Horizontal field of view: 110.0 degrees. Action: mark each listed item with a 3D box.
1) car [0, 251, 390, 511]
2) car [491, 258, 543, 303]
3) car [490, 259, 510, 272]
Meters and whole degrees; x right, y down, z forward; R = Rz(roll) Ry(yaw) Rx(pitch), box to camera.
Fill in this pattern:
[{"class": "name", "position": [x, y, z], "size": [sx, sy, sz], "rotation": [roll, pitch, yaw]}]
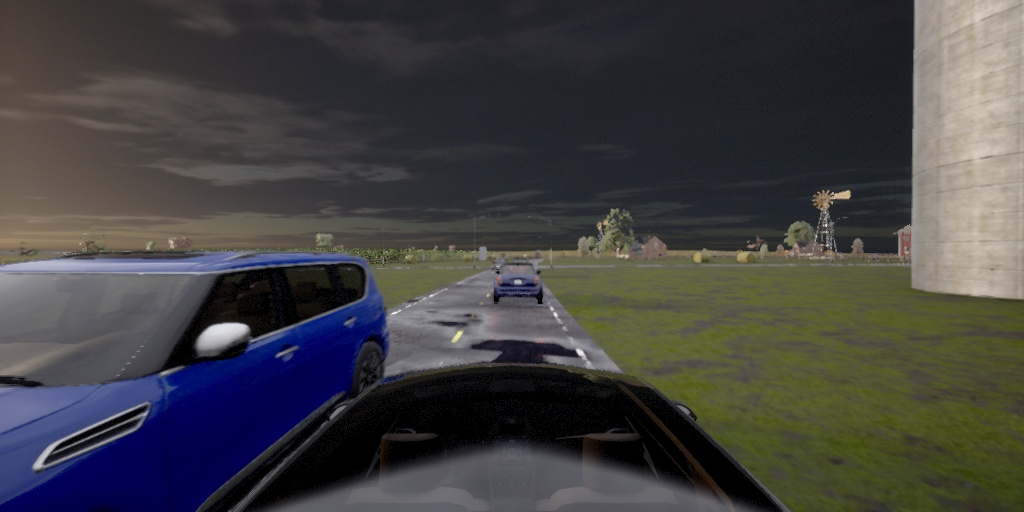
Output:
[{"class": "car", "position": [-2.835, 0.966, 2.982], "size": [2.150, 2.045, 5.566], "rotation": [0, 0, 0]}, {"class": "car", "position": [0.284, 1.060, 16.587], "size": [2.097, 1.767, 4.553], "rotation": [0, 0, 1]}, {"class": "car", "position": [-1.498, 1.121, 45.567], "size": [2.128, 1.511, 4.902], "rotation": [0, 0, 3]}]
